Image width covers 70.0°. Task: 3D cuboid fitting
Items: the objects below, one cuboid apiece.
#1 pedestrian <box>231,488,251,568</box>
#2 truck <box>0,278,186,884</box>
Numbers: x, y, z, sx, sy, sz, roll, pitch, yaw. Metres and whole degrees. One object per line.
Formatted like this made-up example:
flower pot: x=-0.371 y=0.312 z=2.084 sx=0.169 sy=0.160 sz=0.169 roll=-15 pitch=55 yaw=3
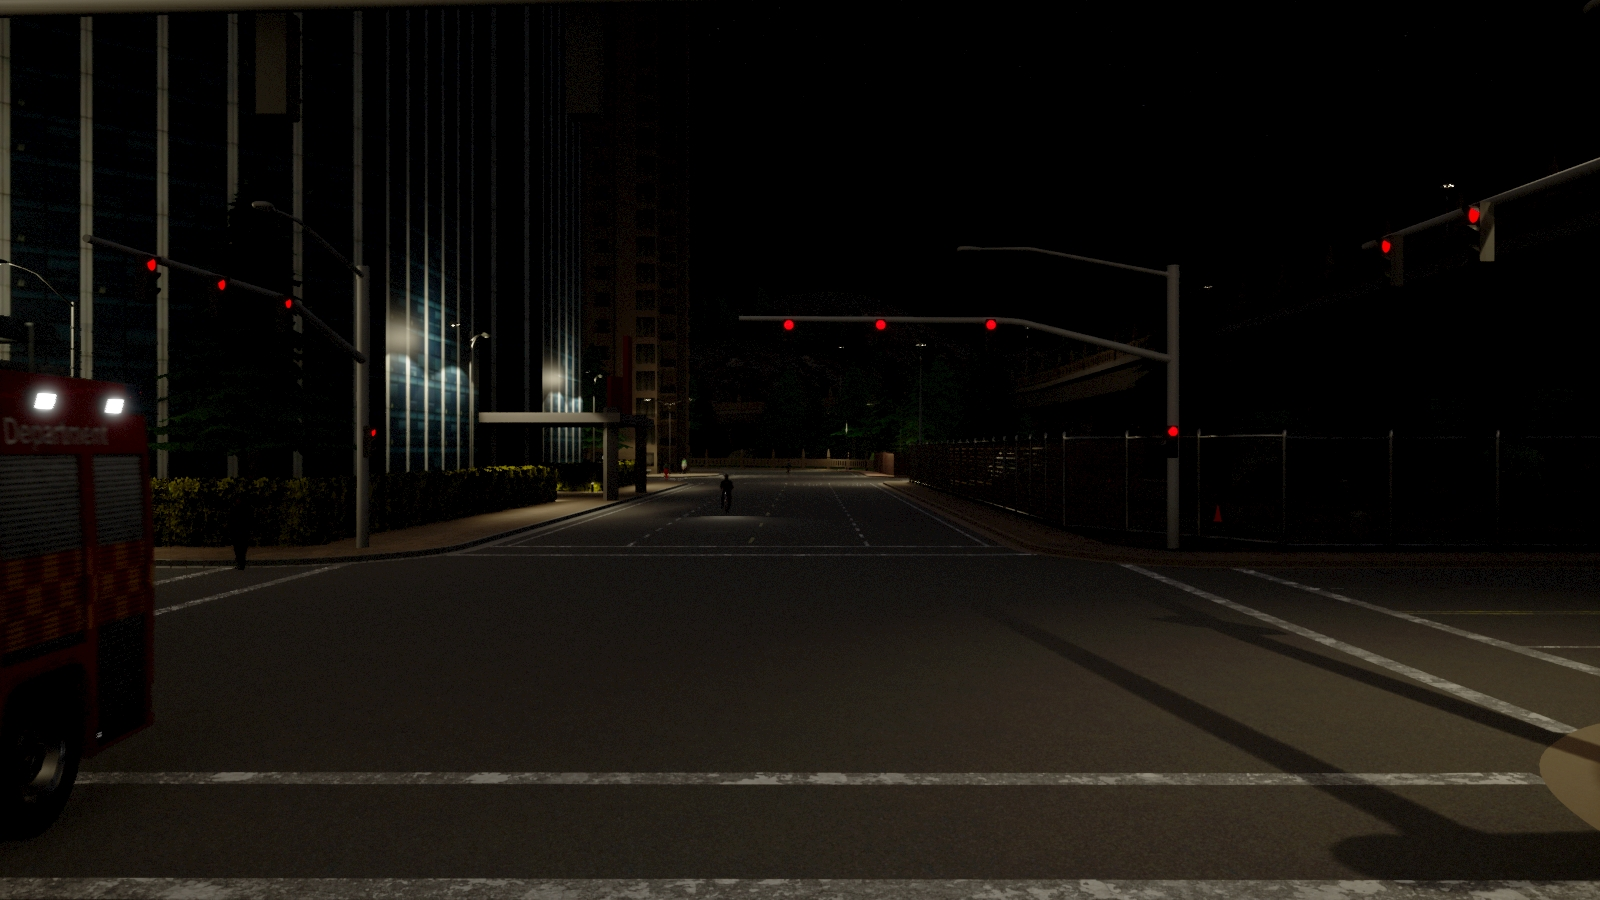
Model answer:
pedestrian: x=-13.233 y=1.848 z=27.047 sx=0.375 sy=1.860 sz=0.375 roll=0 pitch=0 yaw=-15
truck: x=-6.334 y=0.832 z=5.514 sx=2.891 sy=3.827 sz=8.468 roll=0 pitch=0 yaw=-6
